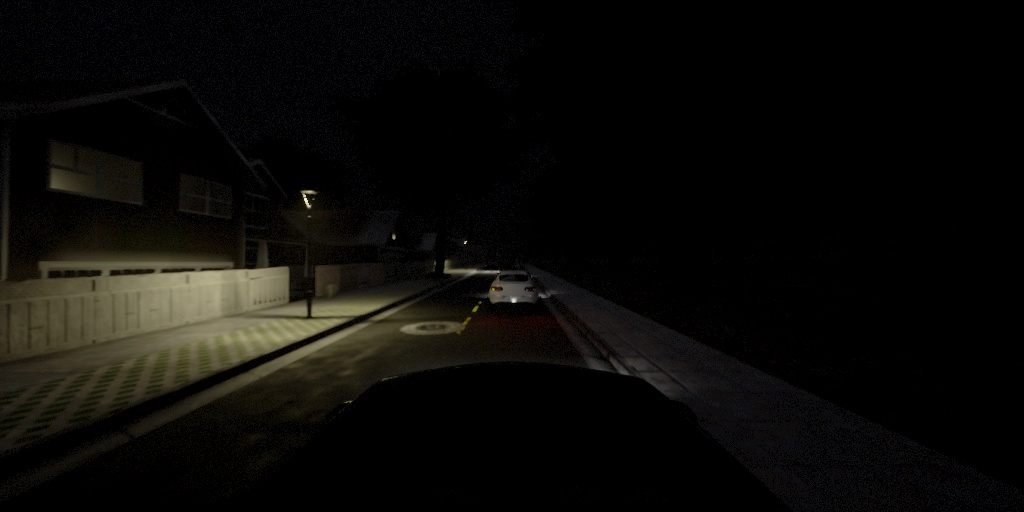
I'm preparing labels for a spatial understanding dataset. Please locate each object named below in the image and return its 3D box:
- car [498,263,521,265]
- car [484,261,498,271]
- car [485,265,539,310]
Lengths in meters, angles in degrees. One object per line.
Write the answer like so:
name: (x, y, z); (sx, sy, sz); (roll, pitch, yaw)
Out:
car: (0.070, 1.281, 29.754); (1.812, 1.442, 4.674); (0, 0, 0)
car: (-2.845, 1.369, 50.740); (1.895, 1.301, 4.718); (0, 0, 0)
car: (0.073, 1.275, 14.595); (1.812, 1.442, 4.674); (0, 0, 0)
